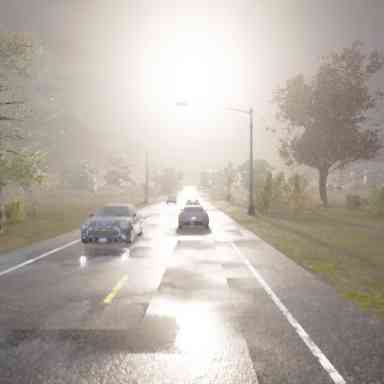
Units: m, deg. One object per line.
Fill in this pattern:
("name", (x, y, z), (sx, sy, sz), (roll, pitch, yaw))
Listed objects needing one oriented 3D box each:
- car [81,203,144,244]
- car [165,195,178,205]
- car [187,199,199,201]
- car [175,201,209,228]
("car", (-3.595, 1.346, 15.669), (2.097, 1.767, 4.553), (0, 0, 0))
("car", (-3.490, 1.381, 57.656), (1.837, 1.490, 4.892), (0, 0, 0))
("car", (0.106, 1.526, 40.223), (2.033, 1.411, 5.357), (0, 0, 0))
("car", (0.104, 1.554, 22.165), (1.994, 1.385, 4.181), (0, 0, 0))
